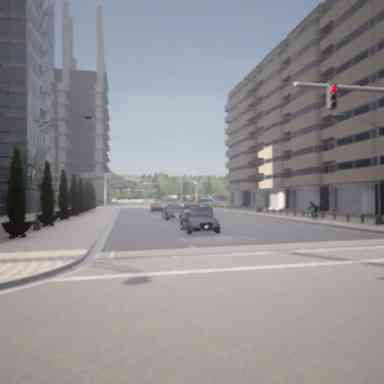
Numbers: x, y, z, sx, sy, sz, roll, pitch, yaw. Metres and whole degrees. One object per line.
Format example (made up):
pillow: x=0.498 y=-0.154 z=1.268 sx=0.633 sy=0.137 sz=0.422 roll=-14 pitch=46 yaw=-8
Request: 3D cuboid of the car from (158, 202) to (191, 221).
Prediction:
car: x=-1.837 y=2.016 z=33.048 sx=2.128 sy=1.511 sz=4.902 roll=-1 pitch=-1 yaw=-11

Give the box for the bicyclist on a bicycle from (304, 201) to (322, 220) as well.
bicyclist on a bicycle: x=10.294 y=1.602 z=28.335 sx=1.656 sy=1.620 sz=0.582 roll=-1 pitch=-1 yaw=-11

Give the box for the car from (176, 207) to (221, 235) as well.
car: x=0.471 y=1.883 z=21.438 sx=1.994 sy=1.385 sz=4.181 roll=-1 pitch=-1 yaw=-11

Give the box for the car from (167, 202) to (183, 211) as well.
car: x=-3.001 y=2.466 z=57.761 sx=2.033 sy=1.411 sz=5.357 roll=-1 pitch=-1 yaw=-11

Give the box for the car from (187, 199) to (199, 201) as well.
car: x=-0.309 y=2.547 z=61.746 sx=1.895 sy=1.301 sz=4.718 roll=-1 pitch=-1 yaw=-11

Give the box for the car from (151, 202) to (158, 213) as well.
car: x=-5.198 y=2.309 z=50.219 sx=1.882 sy=1.535 sz=5.008 roll=-1 pitch=-1 yaw=-11

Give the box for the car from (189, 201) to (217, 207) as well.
car: x=1.072 y=2.047 z=37.377 sx=2.128 sy=1.511 sz=4.902 roll=-1 pitch=-1 yaw=-11
